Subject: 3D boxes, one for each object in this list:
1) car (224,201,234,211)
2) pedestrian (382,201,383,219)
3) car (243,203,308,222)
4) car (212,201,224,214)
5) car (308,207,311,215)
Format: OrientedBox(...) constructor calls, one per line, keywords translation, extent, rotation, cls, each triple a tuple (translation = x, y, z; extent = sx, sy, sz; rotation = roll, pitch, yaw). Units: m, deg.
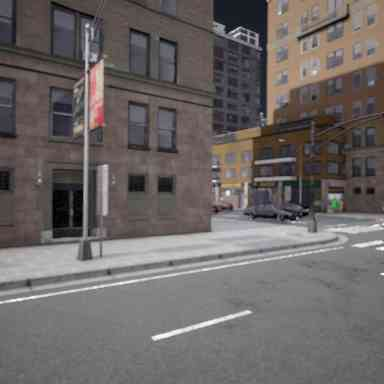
OrientedBox(translation=(3.607, 1.814, 42.873), extent=(1.802, 1.307, 4.206), rotation=(1, 0, -35), cls="car")
OrientedBox(translation=(16.914, 1.412, 29.022), extent=(0.375, 1.860, 0.375), rotation=(1, 0, -35), cls="pedestrian")
OrientedBox(translation=(6.848, 1.717, 28.744), extent=(2.033, 1.411, 5.357), rotation=(1, 0, -37), cls="car")
OrientedBox(translation=(1.069, 1.768, 36.955), extent=(1.895, 1.301, 4.718), rotation=(1, 0, -35), cls="car")
OrientedBox(translation=(9.967, 1.800, 33.870), extent=(1.947, 1.339, 4.313), rotation=(1, 0, -35), cls="car")
